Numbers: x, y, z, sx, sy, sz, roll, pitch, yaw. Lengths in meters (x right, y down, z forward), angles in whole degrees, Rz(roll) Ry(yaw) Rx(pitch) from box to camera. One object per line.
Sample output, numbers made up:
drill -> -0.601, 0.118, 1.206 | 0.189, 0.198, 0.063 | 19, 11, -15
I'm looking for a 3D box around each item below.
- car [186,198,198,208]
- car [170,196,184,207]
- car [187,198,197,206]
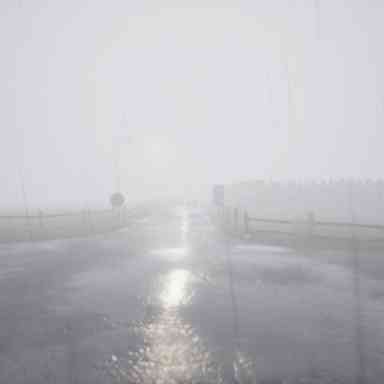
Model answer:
car -> -0.002, 2.024, 57.260 | 1.895, 1.301, 4.718 | 0, 0, 0
car -> -2.752, 1.671, 61.373 | 2.150, 2.045, 5.566 | 0, 0, 0
car -> -0.003, 1.995, 67.236 | 1.837, 1.490, 4.892 | 0, 0, 0
